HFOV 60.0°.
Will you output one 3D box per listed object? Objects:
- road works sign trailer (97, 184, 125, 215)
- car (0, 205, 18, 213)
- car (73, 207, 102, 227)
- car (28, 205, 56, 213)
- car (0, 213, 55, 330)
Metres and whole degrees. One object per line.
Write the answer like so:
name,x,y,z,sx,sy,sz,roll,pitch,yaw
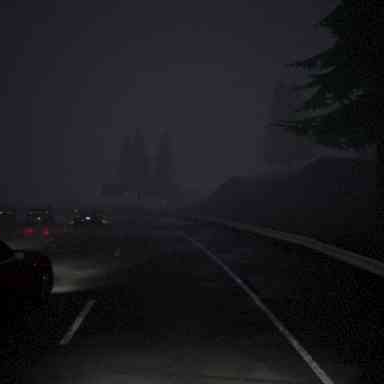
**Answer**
road works sign trailer,-9.346,0.839,38.894,2.380,3.560,2.880,0,-1,-30
car,-17.546,1.883,31.242,2.033,1.411,5.357,0,-1,-24
car,-7.792,1.811,24.937,1.994,1.385,4.181,0,-1,-17
car,-12.092,1.769,26.794,2.128,1.511,4.902,0,-1,-20
car,-3.935,1.414,5.344,2.097,1.767,4.553,0,-1,-4
